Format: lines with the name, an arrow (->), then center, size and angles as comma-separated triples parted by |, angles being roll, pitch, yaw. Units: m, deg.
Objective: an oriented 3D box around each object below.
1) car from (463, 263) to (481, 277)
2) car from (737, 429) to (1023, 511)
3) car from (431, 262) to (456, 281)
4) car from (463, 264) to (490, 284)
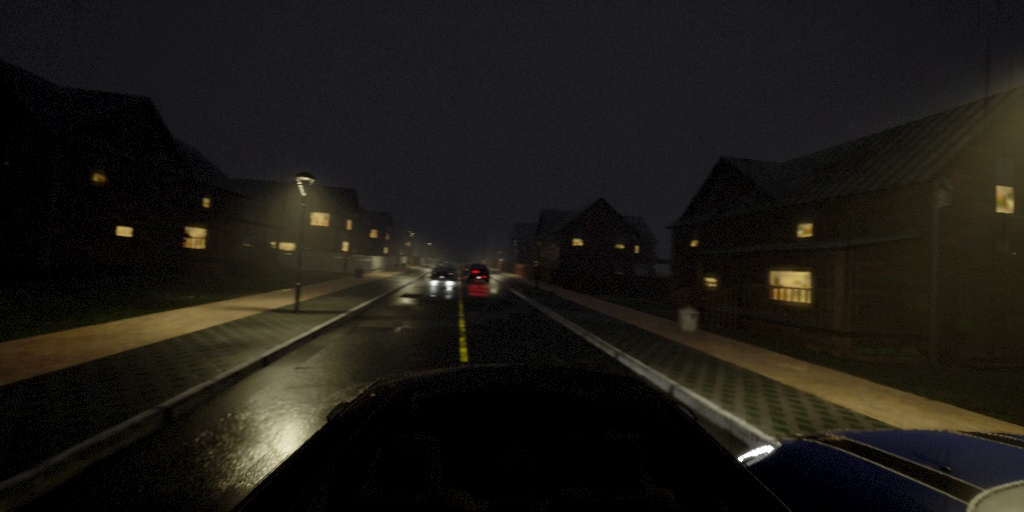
car -> -4.659, 1.534, 41.249 | 1.895, 1.301, 4.718 | 4, -1, -8
car -> 2.445, 1.202, 0.366 | 2.097, 1.767, 4.553 | 2, -1, -9
car -> -5.867, 1.276, 30.720 | 2.033, 1.411, 5.357 | 4, -1, -9
car -> -2.864, 1.403, 29.765 | 1.837, 1.490, 4.892 | 4, -1, -8
